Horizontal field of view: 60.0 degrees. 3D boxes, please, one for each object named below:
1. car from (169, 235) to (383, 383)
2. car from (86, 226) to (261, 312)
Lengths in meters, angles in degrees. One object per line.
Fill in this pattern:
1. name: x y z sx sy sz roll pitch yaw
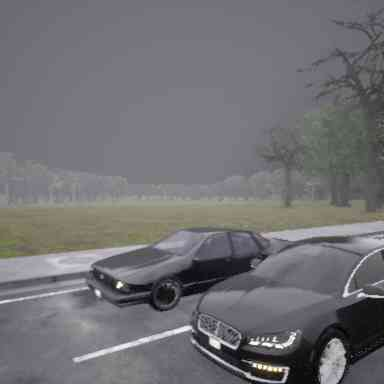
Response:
1. car: 2.241 1.520 5.291 4.892 1.490 1.837 0 0 -36
2. car: 0.364 1.562 7.942 5.357 1.411 2.033 0 0 -36
